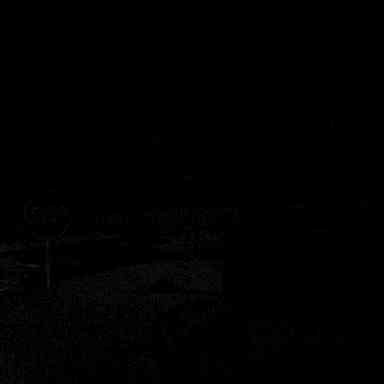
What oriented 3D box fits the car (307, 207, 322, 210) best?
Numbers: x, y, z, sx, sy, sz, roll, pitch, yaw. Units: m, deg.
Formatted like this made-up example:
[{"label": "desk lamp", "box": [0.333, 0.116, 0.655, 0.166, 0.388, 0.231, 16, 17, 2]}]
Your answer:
[{"label": "car", "box": [16.571, 2.620, 45.035, 1.895, 1.301, 4.718, -2, -2, 35]}]
